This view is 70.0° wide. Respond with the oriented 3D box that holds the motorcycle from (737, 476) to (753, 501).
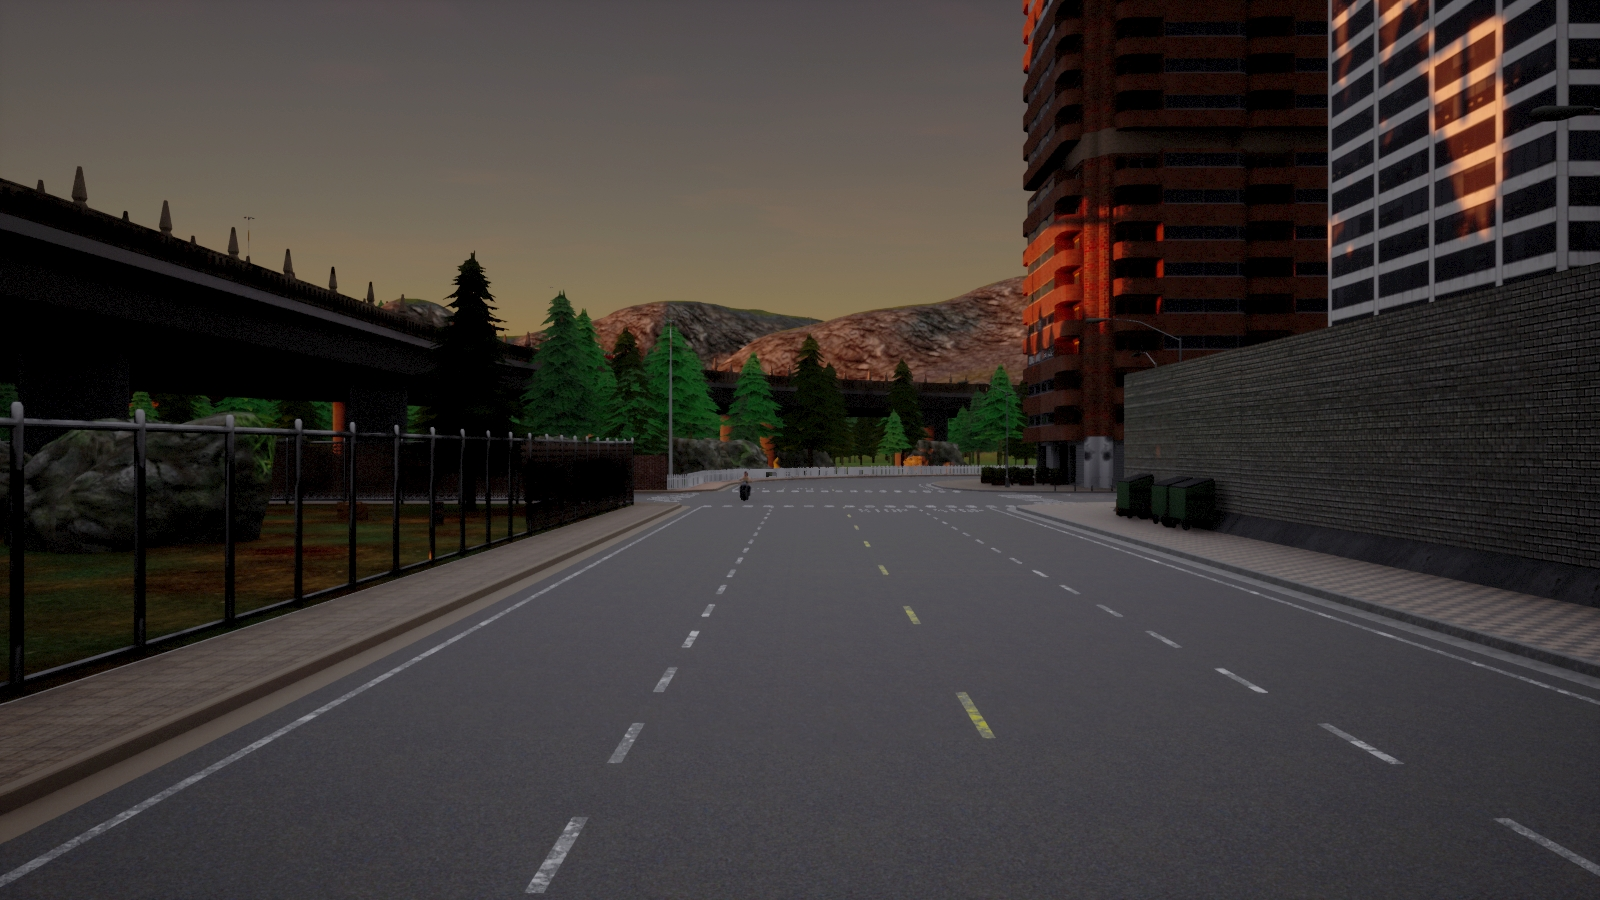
[{"bbox_3d":[-3.062,2.138,63.640,0.764,1.307,2.356,0,0,0],"label":"motorcycle"}]
